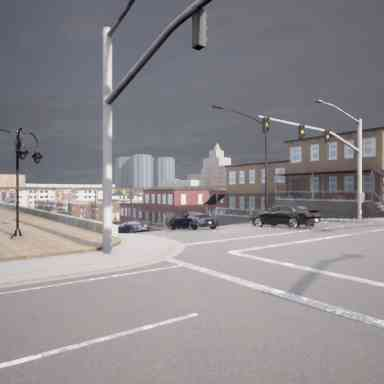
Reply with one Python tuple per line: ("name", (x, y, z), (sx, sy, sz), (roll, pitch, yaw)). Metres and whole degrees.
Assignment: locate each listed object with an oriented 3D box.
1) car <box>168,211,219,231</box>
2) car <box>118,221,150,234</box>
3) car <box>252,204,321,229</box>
("car", (0.031, 2.053, 24.150), (1.994, 1.385, 4.181), (0, -4, -36))
("car", (-5.836, 3.505, 32.125), (1.812, 1.442, 4.674), (0, -12, -37))
("car", (6.118, 1.599, 22.124), (1.837, 1.490, 4.892), (0, -3, -36))
